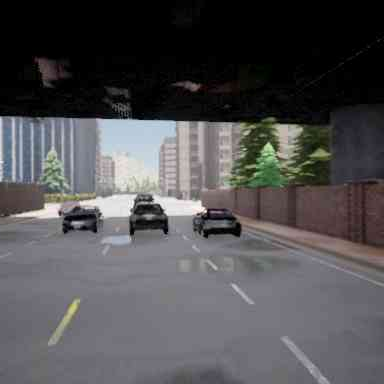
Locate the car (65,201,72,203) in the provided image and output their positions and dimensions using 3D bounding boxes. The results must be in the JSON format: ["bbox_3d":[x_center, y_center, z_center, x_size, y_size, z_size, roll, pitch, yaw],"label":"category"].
[{"bbox_3d":[-11.975,1.610,33.179,1.812,1.442,4.674,0,0,-9],"label":"car"}]

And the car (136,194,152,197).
[{"bbox_3d":[-5.118,1.260,35.575,2.150,2.045,5.566,0,0,-9],"label":"car"}]

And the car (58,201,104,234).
[{"bbox_3d":[-6.293,1.537,19.604,2.128,1.511,4.902,0,0,-9],"label":"car"}]

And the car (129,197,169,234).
[{"bbox_3d":[-2.552,1.372,19.462,2.097,1.767,4.553,0,0,-9],"label":"car"}]

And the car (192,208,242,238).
[{"bbox_3d":[1.233,1.558,17.924,1.994,1.385,4.181,0,0,-9],"label":"car"}]
